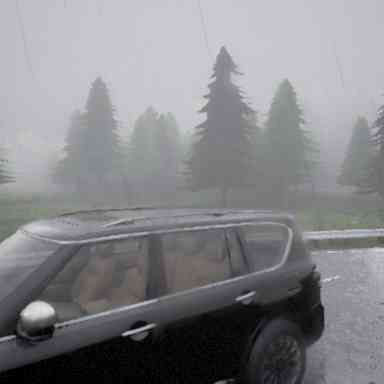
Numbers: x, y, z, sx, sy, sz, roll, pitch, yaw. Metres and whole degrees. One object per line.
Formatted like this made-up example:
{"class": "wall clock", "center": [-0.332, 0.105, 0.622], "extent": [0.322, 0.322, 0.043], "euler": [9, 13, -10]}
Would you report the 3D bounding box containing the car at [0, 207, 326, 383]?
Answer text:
{"class": "car", "center": [-0.922, 1.222, 3.351], "extent": [5.566, 2.045, 2.150], "euler": [0, 0, -37]}
